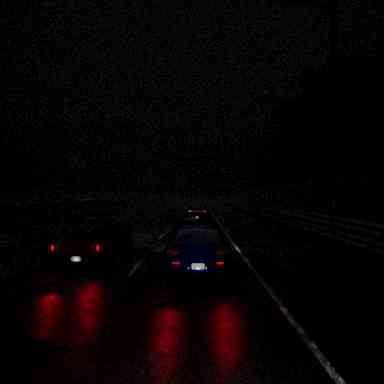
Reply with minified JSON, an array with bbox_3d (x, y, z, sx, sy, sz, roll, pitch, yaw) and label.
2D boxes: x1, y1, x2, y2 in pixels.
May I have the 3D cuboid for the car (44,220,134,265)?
[{"bbox_3d":[-3.316,1.645,11.804,1.895,1.301,4.718,0,0,1],"label":"car"}]

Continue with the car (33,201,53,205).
[{"bbox_3d":[-16.904,1.750,37.819,2.033,1.411,5.357,0,-1,2],"label":"car"}]

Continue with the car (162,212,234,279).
[{"bbox_3d":[0.165,1.563,10.010,1.812,1.442,4.674,0,0,1],"label":"car"}]

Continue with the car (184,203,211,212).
[{"bbox_3d":[0.429,1.621,26.281,2.128,1.511,4.902,0,0,1],"label":"car"}]
